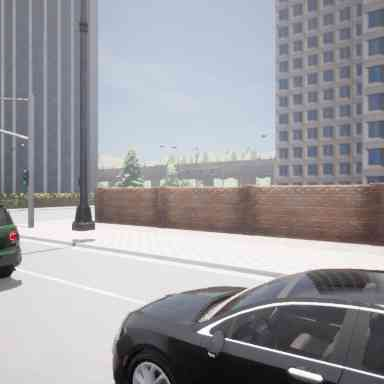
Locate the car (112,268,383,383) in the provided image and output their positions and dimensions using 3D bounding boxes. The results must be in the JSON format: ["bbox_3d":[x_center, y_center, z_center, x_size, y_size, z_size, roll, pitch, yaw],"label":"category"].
[{"bbox_3d":[1.343,1.505,3.035,4.892,1.490,1.837,0,0,36],"label":"car"}]

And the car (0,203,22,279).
[{"bbox_3d":[-6.735,1.221,8.778,5.566,2.045,2.150,0,0,35],"label":"car"}]
